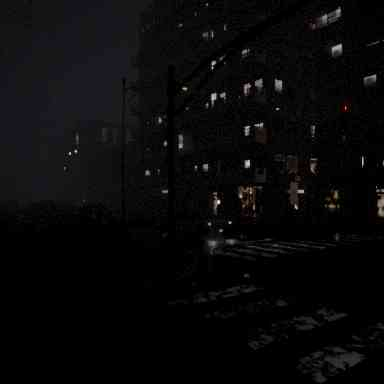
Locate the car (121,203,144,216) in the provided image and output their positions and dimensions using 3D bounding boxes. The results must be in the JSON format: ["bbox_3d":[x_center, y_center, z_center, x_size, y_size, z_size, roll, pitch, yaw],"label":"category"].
[{"bbox_3d":[-7.457,2.006,39.741,1.752,1.417,4.829,-1,0,-35],"label":"car"}]

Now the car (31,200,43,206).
[{"bbox_3d":[-39.398,2.774,84.568,1.947,1.339,4.313,-1,0,-35],"label":"car"}]

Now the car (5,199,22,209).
[{"bbox_3d":[-33.212,2.365,62.304,1.967,1.590,4.097,-1,0,-35],"label":"car"}]

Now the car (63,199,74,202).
[{"bbox_3d":[-23.382,2.160,62.086,2.192,1.841,5.009,-1,0,-35],"label":"car"}]

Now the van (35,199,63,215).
[{"bbox_3d":[-17.183,1.900,39.807,1.690,1.788,3.998,-1,0,-35],"label":"van"}]

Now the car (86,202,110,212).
[{"bbox_3d":[-13.765,2.192,48.596,1.947,1.339,4.313,-1,0,-35],"label":"car"}]

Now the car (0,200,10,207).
[{"bbox_3d":[-42.730,2.666,75.663,1.752,1.417,4.829,-1,0,-35],"label":"car"}]

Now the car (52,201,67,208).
[{"bbox_3d":[-26.582,2.462,66.582,1.887,1.381,4.507,-1,0,-35],"label":"car"}]

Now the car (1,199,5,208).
[{"bbox_3d":[-36.416,2.542,66.803,1.887,1.381,4.507,-1,0,-35],"label":"car"}]

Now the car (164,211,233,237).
[{"bbox_3d":[0.281,1.803,19.740,1.895,1.301,4.718,0,-1,-35],"label":"car"}]

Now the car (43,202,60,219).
[{"bbox_3d":[-13.973,2.036,35.306,2.008,1.369,4.403,-1,0,-35],"label":"car"}]

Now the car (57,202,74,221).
[{"bbox_3d":[-10.668,1.934,30.669,1.752,1.417,4.829,-1,0,-35],"label":"car"}]

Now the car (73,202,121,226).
[{"bbox_3d":[-7.563,1.777,26.308,1.967,1.590,4.097,-1,0,-35],"label":"car"}]

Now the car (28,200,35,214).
[{"bbox_3d":[-20.387,2.073,44.306,1.967,1.590,4.097,-1,0,-35],"label":"car"}]
